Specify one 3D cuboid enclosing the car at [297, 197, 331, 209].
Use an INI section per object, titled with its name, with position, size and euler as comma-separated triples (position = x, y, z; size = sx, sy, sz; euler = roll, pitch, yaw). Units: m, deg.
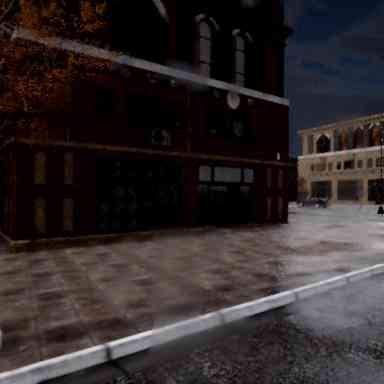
[car]
position = 15.105, 1.326, 41.389
size = 2.008, 1.369, 4.403
euler = 1, 0, -28
